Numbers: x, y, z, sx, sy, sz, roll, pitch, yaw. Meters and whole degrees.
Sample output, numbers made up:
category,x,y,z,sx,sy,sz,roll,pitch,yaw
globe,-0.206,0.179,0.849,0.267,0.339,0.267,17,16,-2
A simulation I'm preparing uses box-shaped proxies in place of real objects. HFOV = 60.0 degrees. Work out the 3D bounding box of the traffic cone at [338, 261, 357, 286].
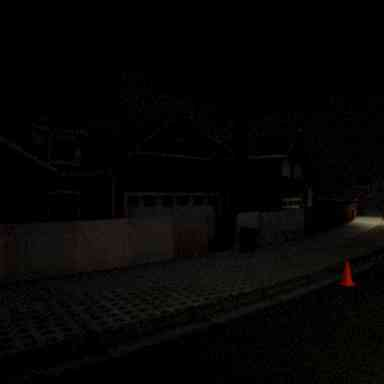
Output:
category,x,y,z,sx,sy,sz,roll,pitch,yaw
traffic cone,3.986,2.065,8.533,0.340,0.580,0.340,1,-1,-43
